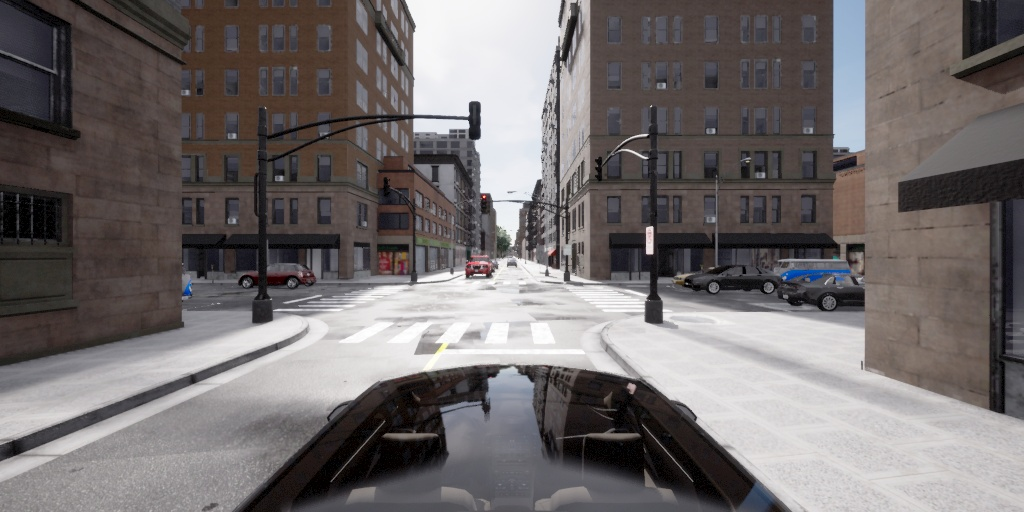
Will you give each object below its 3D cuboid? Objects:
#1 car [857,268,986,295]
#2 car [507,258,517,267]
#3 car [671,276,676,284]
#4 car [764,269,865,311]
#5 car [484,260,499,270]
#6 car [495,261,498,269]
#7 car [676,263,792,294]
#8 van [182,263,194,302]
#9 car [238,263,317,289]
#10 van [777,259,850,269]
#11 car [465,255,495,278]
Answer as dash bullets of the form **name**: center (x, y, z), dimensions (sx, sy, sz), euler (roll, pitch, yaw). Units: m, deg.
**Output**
- **car**: center (21.959, 1.346, 19.378), dimensions (4.718, 1.301, 1.895), euler (0, 0, 1)
- **car**: center (-0.008, 1.260, 63.799), dimensions (2.033, 1.411, 5.357), euler (0, 0, 0)
- **car**: center (12.419, 1.264, 22.046), dimensions (4.829, 1.417, 1.751), euler (0, 0, 1)
- **car**: center (12.520, 1.305, 13.519), dimensions (4.403, 1.370, 2.007), euler (0, 0, 1)
- **car**: center (-3.092, 1.288, 54.089), dimensions (1.994, 1.385, 4.181), euler (0, 0, 1)
- **car**: center (-3.106, 1.259, 44.096), dimensions (1.812, 1.442, 4.674), euler (0, 0, 0)
- **car**: center (11.926, 1.248, 19.494), dimensions (4.892, 1.490, 1.837), euler (0, 0, -1)
- **van**: center (-14.675, 1.089, 13.798), dimensions (3.998, 1.789, 1.690), euler (0, 0, 1)
- **car**: center (-14.605, 1.172, 22.323), dimensions (4.097, 1.591, 1.967), euler (0, 0, 1)
- **van**: center (18.258, 1.081, 21.986), dimensions (3.998, 1.789, 1.690), euler (0, 0, 1)
- **car**: center (-3.102, 0.962, 34.259), dimensions (2.150, 2.045, 5.566), euler (0, 0, 0)
